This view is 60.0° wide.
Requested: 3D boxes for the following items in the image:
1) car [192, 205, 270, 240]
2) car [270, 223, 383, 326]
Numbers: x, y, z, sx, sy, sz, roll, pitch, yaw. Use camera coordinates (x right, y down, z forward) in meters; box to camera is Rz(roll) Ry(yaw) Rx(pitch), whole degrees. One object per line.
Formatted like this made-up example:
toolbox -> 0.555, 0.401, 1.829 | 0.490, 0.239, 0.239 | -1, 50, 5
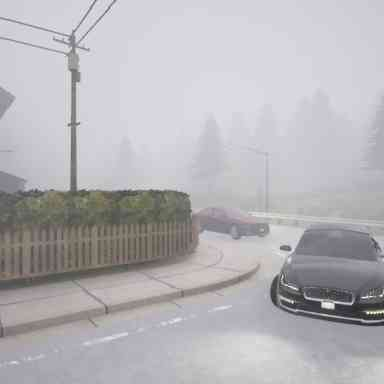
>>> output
car -> 1.885, 1.477, 17.454 | 1.882, 1.535, 5.008 | 0, 0, -33
car -> 3.186, 1.505, 7.318 | 1.837, 1.490, 4.892 | 0, 0, 27
